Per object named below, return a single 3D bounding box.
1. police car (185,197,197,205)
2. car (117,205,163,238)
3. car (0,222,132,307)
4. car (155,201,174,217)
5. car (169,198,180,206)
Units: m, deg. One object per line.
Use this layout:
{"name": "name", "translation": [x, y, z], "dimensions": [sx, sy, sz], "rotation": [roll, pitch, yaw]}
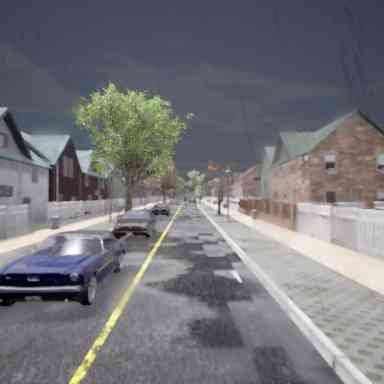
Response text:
{"name": "police car", "translation": [0.043, 2.014, 75.020], "dimensions": [1.930, 1.638, 5.238], "rotation": [0, 0, -1]}
{"name": "car", "translation": [-3.061, 1.704, 19.001], "dimensions": [2.033, 1.411, 5.357], "rotation": [0, 0, 0]}
{"name": "car", "translation": [-2.936, 1.677, 8.316], "dimensions": [1.895, 1.301, 4.718], "rotation": [0, 0, -1]}
{"name": "car", "translation": [-3.159, 1.876, 34.317], "dimensions": [1.895, 1.301, 4.718], "rotation": [0, 0, -1]}
{"name": "car", "translation": [-3.592, 2.051, 68.811], "dimensions": [1.837, 1.490, 4.892], "rotation": [0, 0, -1]}
